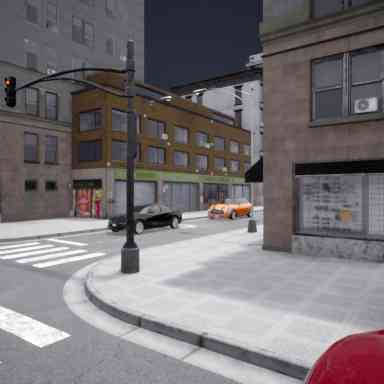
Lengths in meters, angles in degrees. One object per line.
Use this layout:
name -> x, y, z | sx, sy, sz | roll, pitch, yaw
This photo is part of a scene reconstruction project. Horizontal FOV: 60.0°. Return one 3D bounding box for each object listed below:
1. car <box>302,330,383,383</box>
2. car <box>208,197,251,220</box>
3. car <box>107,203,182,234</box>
car -> 2.745, 1.315, 0.843 | 5.009, 1.841, 2.192 | 0, 0, 36
car -> 3.154, 1.240, 26.976 | 2.097, 1.767, 4.553 | 0, 0, 35
car -> -2.549, 1.408, 18.989 | 1.882, 1.535, 5.008 | 0, 0, 34
